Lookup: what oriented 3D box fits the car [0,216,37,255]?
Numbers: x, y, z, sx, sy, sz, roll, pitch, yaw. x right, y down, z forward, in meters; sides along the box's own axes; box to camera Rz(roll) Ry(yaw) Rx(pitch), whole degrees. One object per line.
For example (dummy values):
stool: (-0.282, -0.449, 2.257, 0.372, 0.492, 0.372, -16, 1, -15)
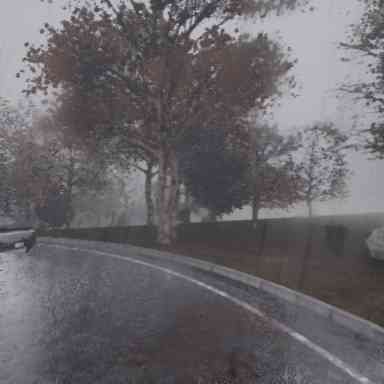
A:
car: (-8.065, 1.676, 12.842, 4.902, 1.511, 2.128, -1, 0, 32)
